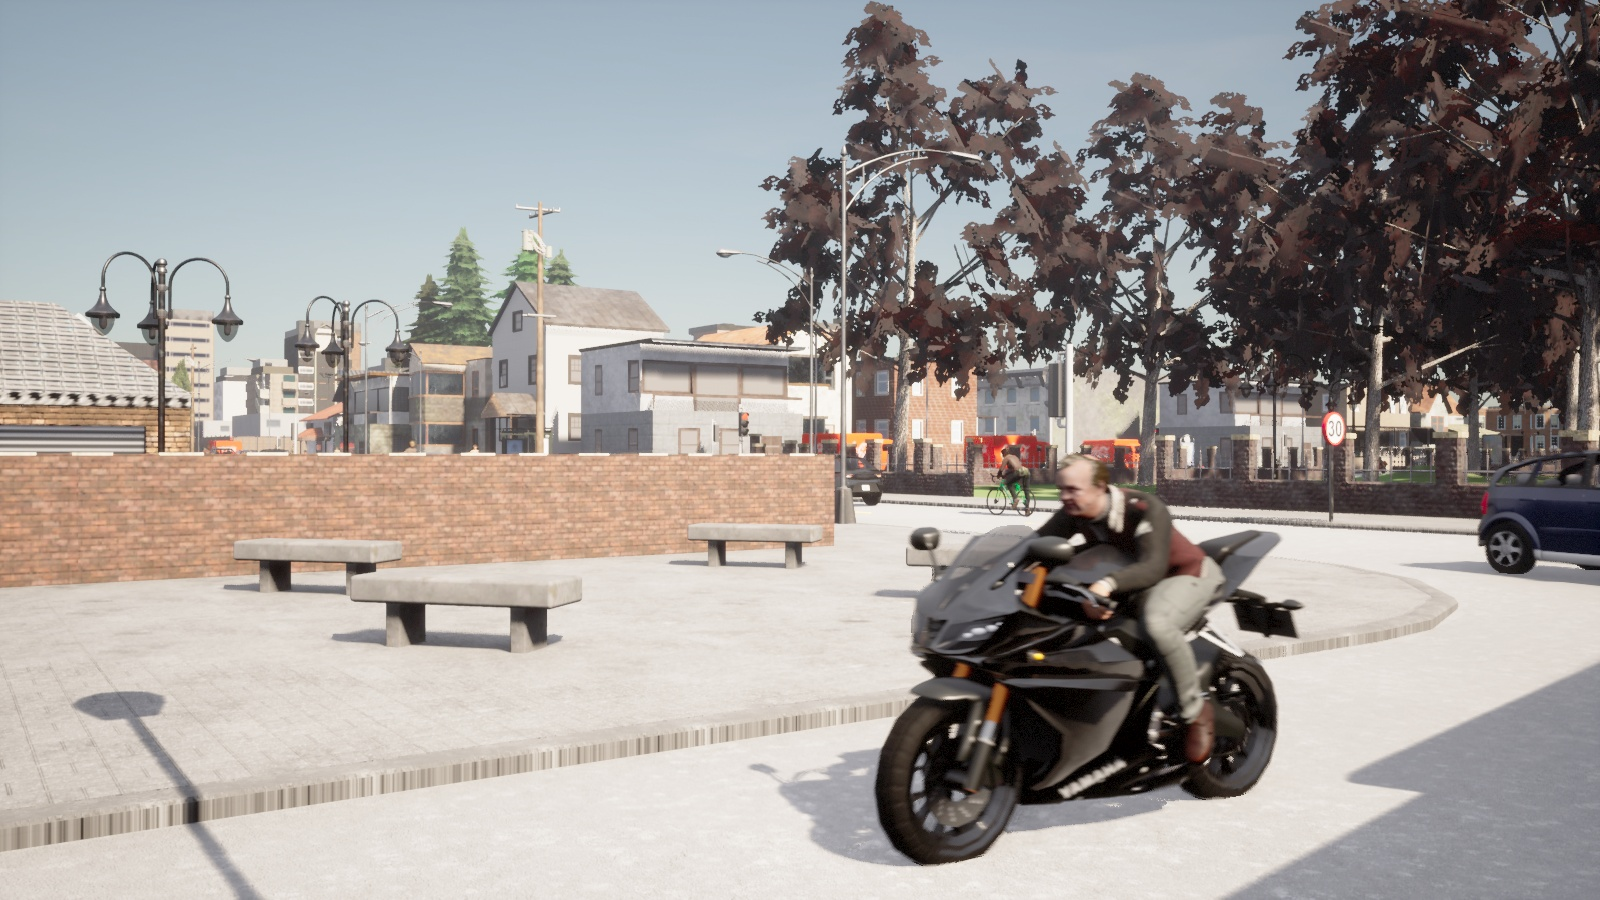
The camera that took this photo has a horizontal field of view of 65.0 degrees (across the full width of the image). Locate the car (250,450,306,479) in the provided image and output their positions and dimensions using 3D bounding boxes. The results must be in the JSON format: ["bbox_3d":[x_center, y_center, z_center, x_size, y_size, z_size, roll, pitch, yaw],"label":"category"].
[{"bbox_3d":[-31.357,0.840,75.362,2.242,1.667,4.611,0,0,-35],"label":"car"}]

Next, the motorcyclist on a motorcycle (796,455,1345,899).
[{"bbox_3d":[1.138,0.790,5.021,2.191,1.530,0.866,0,0,-34],"label":"motorcyclist on a motorcycle"}]

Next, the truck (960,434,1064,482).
[{"bbox_3d":[11.362,0.398,67.218,5.204,2.467,2.627,0,0,-38],"label":"truck"}]

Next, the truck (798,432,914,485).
[{"bbox_3d":[2.738,0.402,61.153,5.204,2.467,2.627,0,0,-39],"label":"truck"}]

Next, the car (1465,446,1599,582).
[{"bbox_3d":[9.946,0.738,14.579,1.789,1.549,3.705,1,0,-19],"label":"car"}]

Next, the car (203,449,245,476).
[{"bbox_3d":[-40.874,0.866,89.074,1.932,1.855,4.605,0,0,-35],"label":"car"}]

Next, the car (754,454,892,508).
[{"bbox_3d":[0.603,0.846,36.427,1.816,1.474,4.193,0,0,-36],"label":"car"}]

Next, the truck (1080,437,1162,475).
[{"bbox_3d":[21.582,0.420,84.651,2.627,2.467,5.204,-1,0,-26],"label":"truck"}]

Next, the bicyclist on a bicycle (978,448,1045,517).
[{"bbox_3d":[5.038,0.760,30.000,0.582,1.620,1.656,0,0,-35],"label":"bicyclist on a bicycle"}]
